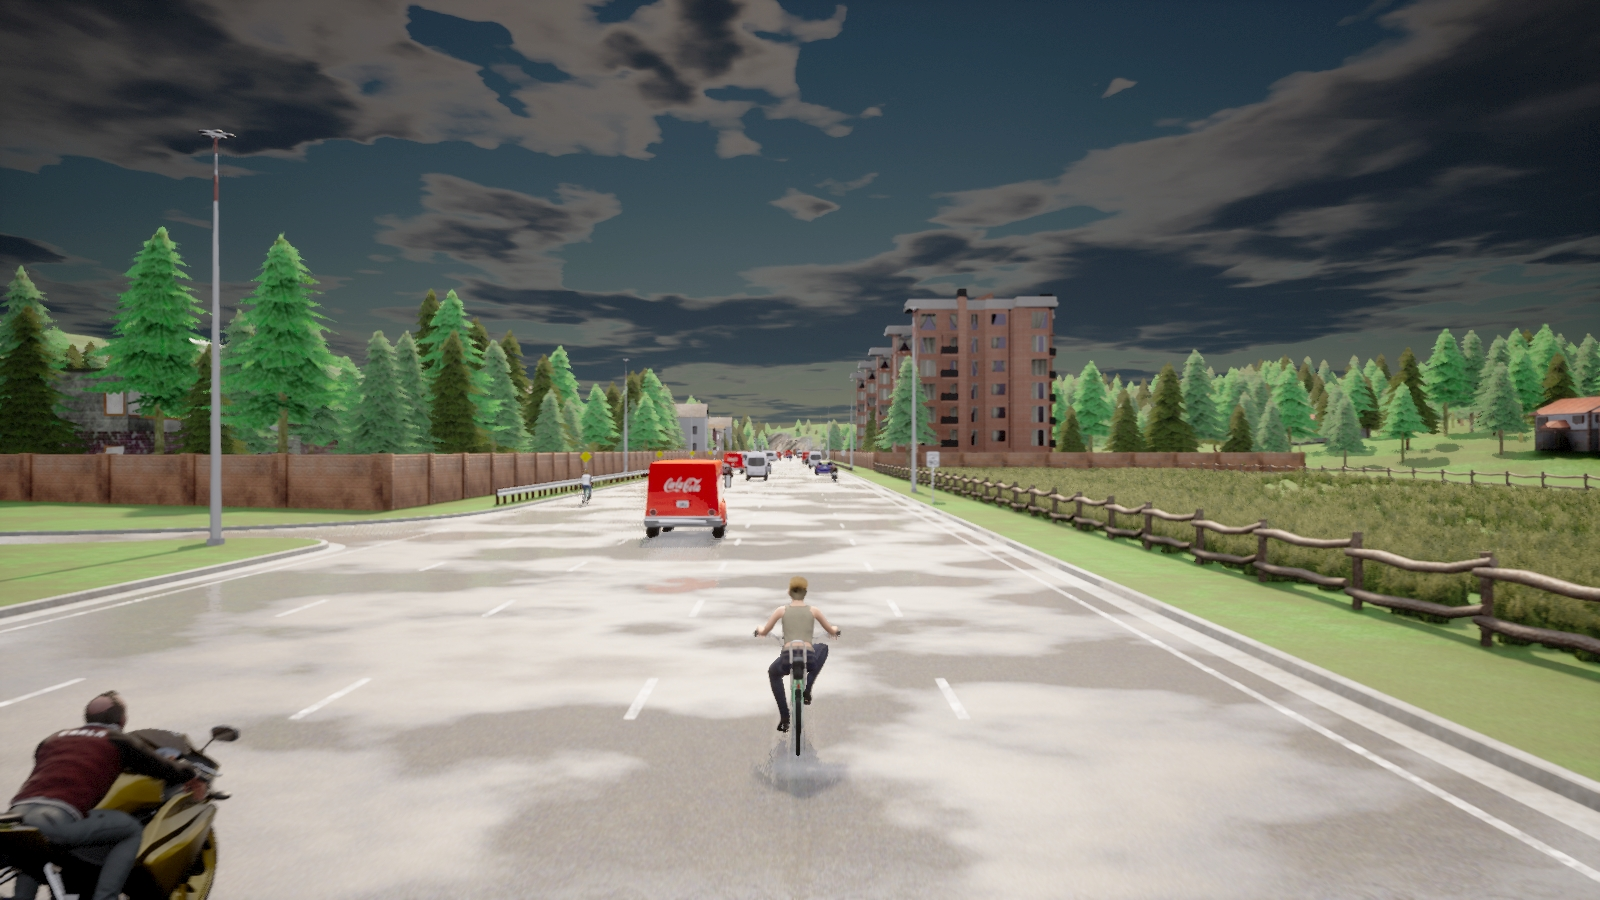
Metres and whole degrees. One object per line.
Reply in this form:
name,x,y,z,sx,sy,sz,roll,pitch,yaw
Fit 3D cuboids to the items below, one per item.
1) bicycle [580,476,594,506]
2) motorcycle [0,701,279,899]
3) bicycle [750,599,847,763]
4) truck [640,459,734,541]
bicycle,-10.762,2.055,57.832,0.373,1.496,1.643,0,0,0
motorcycle,-3.714,2.205,6.069,0.867,1.251,2.209,0,0,1
bicycle,-0.021,2.158,10.939,0.859,1.276,1.487,0,0,-1
truck,-3.663,1.570,38.080,2.627,2.467,5.204,0,0,0
